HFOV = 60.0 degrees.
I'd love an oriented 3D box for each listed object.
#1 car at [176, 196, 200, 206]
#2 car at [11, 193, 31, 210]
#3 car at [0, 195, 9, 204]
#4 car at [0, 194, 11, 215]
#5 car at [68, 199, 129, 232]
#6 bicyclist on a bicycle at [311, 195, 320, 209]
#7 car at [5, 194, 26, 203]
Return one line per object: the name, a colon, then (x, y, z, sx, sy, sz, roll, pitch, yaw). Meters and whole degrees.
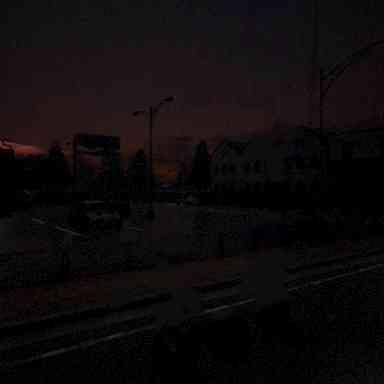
car: (-0.586, 1.333, 50.252, 1.812, 1.442, 4.674, 0, 0, -35)
car: (-19.777, 1.089, 38.195, 1.905, 1.878, 3.866, 0, 0, -36)
car: (-39.139, 1.491, 66.149, 4.611, 1.667, 2.242, 0, 0, -36)
car: (-17.865, 1.111, 29.885, 1.932, 1.855, 4.605, 0, 0, -36)
car: (-5.261, 1.244, 17.929, 1.970, 1.475, 3.806, 0, 0, -36)
bicyclist on a bicycle: (13.718, 1.106, 36.869, 1.656, 1.620, 0.582, 0, 0, -35)
car: (-38.912, 1.322, 73.278, 3.866, 1.878, 1.905, 0, 0, -36)
